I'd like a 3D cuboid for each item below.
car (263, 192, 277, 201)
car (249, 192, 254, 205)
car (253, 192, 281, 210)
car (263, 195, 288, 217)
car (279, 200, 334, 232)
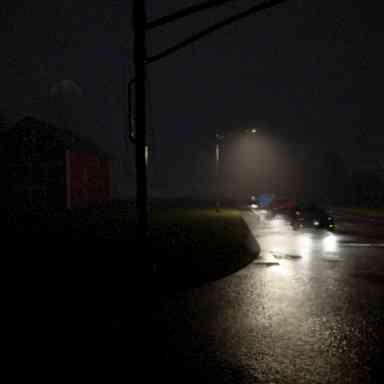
[{"bbox_3d":[13.998,0.744,59.806,1.837,1.490,4.892,-1,1,6],"label":"car"},{"bbox_3d":[9.161,0.808,46.309,2.097,1.767,4.553,-1,1,6],"label":"car"},{"bbox_3d":[8.131,1.053,36.388,1.882,1.535,5.008,-1,1,6],"label":"car"},{"bbox_3d":[7.201,1.209,27.084,1.812,1.442,4.674,-1,1,6],"label":"car"},{"bbox_3d":[6.349,1.346,18.466,1.994,1.385,4.181,-1,1,6],"label":"car"}]
